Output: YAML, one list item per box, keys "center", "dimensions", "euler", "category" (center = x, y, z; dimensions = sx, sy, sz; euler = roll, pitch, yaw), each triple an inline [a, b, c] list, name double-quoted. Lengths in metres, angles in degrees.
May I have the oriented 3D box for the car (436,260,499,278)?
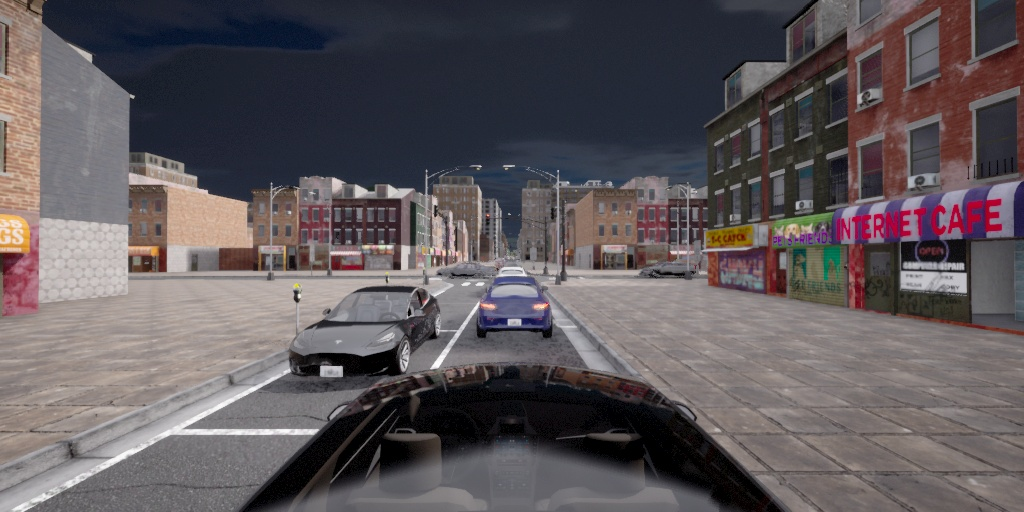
- center: [-4.192, 1.336, 33.017]
  dimensions: [5.357, 1.411, 2.033]
  euler: [0, 0, 0]
  category: "car"

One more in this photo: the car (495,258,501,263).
- center: [-2.688, 1.323, 45.018]
  dimensions: [1.751, 1.417, 4.829]
  euler: [0, 0, 0]
  category: "car"

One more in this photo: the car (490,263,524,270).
- center: [-0.003, 1.284, 19.234]
  dimensions: [1.812, 1.442, 4.674]
  euler: [0, 0, 0]
  category: "car"

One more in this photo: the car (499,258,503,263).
- center: [-2.694, 1.355, 50.793]
  dimensions: [1.888, 1.381, 4.507]
  euler: [0, 0, 0]
  category: "car"

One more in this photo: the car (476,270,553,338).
- center: [0.069, 1.278, 10.100]
  dimensions: [1.812, 1.442, 4.674]
  euler: [0, 0, 0]
  category: "car"

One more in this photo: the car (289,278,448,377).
- center: [-2.644, 1.317, 7.420]
  dimensions: [1.948, 1.339, 4.313]
  euler: [0, 0, 0]
  category: "car"

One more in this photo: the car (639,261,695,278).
- center: [14.245, 1.245, 33.018]
  dimensions: [4.902, 1.511, 2.128]
  euler: [0, 0, 0]
  category: "car"
